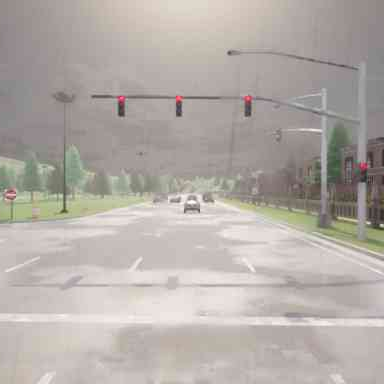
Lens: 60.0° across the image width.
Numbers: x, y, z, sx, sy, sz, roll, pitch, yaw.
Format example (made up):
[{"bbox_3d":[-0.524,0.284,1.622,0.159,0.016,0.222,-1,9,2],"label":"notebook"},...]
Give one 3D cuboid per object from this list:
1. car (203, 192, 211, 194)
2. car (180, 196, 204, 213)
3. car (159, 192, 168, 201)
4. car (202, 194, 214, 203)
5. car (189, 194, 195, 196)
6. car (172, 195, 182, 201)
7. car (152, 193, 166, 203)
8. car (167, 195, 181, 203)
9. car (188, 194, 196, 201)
[{"bbox_3d":[3.538,1.057,78.560,2.150,2.045,5.566,0,0,0],"label":"car"},{"bbox_3d":[0.018,1.547,37.499,2.033,1.411,5.357,0,0,0],"label":"car"},{"bbox_3d":[-6.962,1.057,78.565,2.150,2.045,5.566,0,0,0],"label":"car"},{"bbox_3d":[3.533,1.601,68.557,1.895,1.301,4.718,0,0,0],"label":"car"},{"bbox_3d":[0.033,1.352,68.499,2.097,1.767,4.553,0,0,0],"label":"car"},{"bbox_3d":[-3.462,1.372,78.533,2.033,1.411,5.357,0,0,0],"label":"car"},{"bbox_3d":[-6.967,1.525,68.532,1.812,1.442,4.674,0,0,0],"label":"car"},{"bbox_3d":[-3.467,1.564,68.530,1.994,1.385,4.181,0,0,0],"label":"car"},{"bbox_3d":[0.038,1.332,78.532,1.837,1.490,4.892,0,0,0],"label":"car"}]
